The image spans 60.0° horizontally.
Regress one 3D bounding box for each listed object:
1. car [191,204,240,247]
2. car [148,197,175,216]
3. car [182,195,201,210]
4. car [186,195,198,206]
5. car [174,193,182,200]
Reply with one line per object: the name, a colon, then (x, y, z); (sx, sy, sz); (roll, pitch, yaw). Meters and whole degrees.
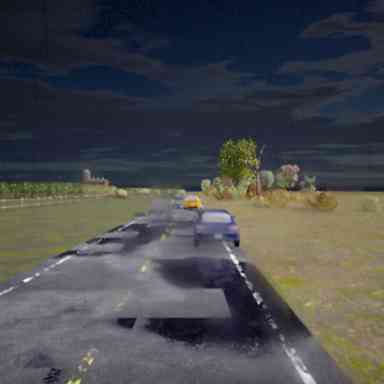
car: (0.963, 1.446, 14.479); (1.812, 1.442, 4.674); (0, 0, 0)
car: (-2.846, 1.341, 30.083); (1.837, 1.490, 4.892); (0, 0, 0)
car: (0.066, 1.261, 39.939); (1.882, 1.535, 5.008); (0, 0, 0)
car: (0.001, 1.201, 51.139); (1.882, 1.535, 5.008); (0, 1, 0)
car: (-2.753, 1.047, 70.551); (1.837, 1.490, 4.892); (0, 0, 0)
